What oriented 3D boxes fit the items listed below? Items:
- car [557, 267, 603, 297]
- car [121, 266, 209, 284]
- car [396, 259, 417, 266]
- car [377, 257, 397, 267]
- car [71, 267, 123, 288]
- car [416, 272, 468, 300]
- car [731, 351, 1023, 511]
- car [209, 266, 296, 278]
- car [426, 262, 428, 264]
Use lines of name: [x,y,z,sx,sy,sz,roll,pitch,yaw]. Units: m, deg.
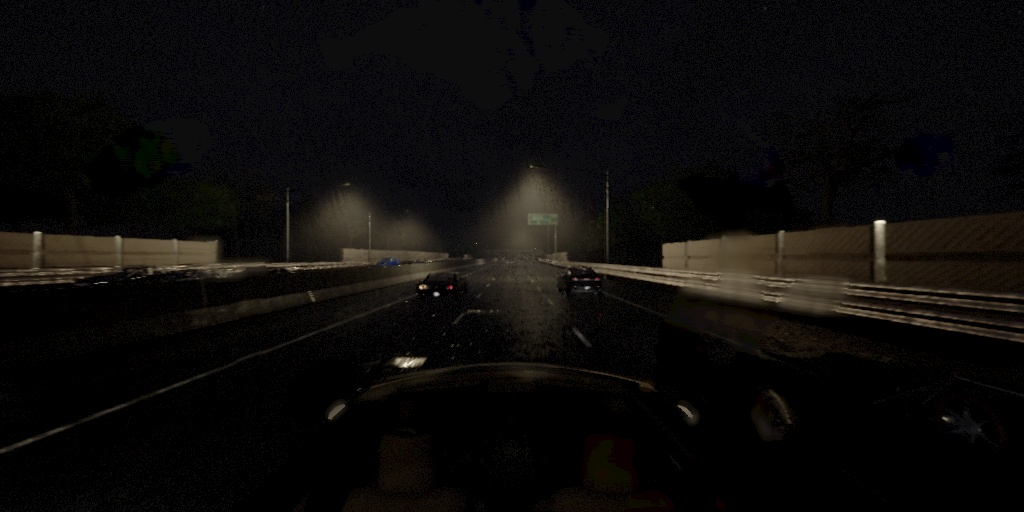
car: [3.607,1.348,19.678,2.128,1.511,4.902,0,0,0]
car: [-17.591,1.405,19.838,2.033,1.411,5.357,0,0,0]
car: [-17.411,1.495,60.601,1.837,1.490,4.892,0,0,1]
car: [-20.904,1.223,60.577,2.150,2.045,5.566,0,0,1]
car: [-21.087,1.349,19.965,2.128,1.511,4.902,0,0,0]
car: [-3.393,1.450,18.336,1.895,1.301,4.718,0,0,0]
car: [3.602,1.354,2.224,1.895,1.301,4.718,0,0,0]
car: [-14.087,1.365,20.372,1.837,1.490,4.892,0,0,0]
car: [-13.910,1.597,60.571,1.895,1.301,4.718,0,0,1]
